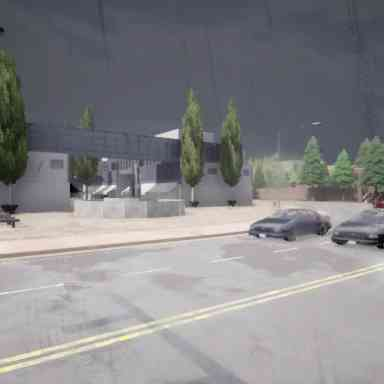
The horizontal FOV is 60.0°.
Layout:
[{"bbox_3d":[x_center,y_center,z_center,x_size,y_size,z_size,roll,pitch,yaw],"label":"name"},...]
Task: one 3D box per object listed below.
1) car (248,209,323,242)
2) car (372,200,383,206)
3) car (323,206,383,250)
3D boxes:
[{"bbox_3d":[5.081,1.547,16.600,5.357,1.411,2.033,0,0,-43],"label":"car"},{"bbox_3d":[25.265,1.601,43.076,1.895,1.301,4.718,0,0,4],"label":"car"},{"bbox_3d":[8.057,1.547,14.608,5.357,1.411,2.033,0,0,-44],"label":"car"}]
